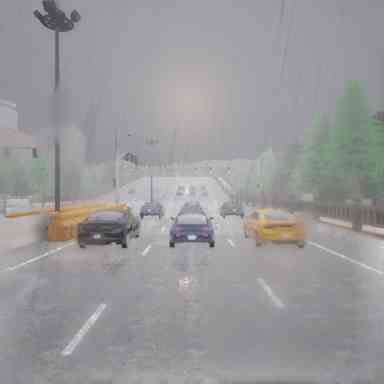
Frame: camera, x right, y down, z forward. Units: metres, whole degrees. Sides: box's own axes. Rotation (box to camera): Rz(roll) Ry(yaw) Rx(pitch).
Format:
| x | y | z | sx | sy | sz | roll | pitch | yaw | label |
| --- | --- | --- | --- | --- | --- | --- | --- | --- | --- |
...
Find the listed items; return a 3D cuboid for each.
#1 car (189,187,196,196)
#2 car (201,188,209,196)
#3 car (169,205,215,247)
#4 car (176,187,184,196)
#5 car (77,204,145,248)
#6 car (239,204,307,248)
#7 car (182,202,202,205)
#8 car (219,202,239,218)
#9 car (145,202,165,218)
| x | y | z | sx | sy | sz | roll | pitch | yaw | label |
| --- | --- | --- | --- | --- | --- | --- | --- | --- | --- |
| 0.070 | 0.328 | 91.511 | 2.033 | 1.411 | 5.357 | 0 | 7 | 0 | car |
| 3.568 | 0.421 | 91.129 | 1.895 | 1.301 | 4.718 | 0 | 6 | 0 | car |
| 0.000 | 1.531 | 14.756 | 1.812 | 1.442 | 4.674 | 0 | 0 | 0 | car |
| -3.432 | 0.329 | 91.129 | 1.837 | 1.490 | 4.892 | 0 | 6 | 0 | car |
| -3.500 | 1.483 | 14.756 | 1.882 | 1.535 | 5.008 | 0 | 0 | 0 | car |
| 3.500 | 1.483 | 14.756 | 1.882 | 1.535 | 5.008 | 0 | 0 | 0 | car |
| 0.000 | 1.571 | 29.756 | 1.994 | 1.385 | 4.181 | 0 | 0 | 0 | car |
| 3.500 | 1.562 | 29.756 | 2.033 | 1.411 | 5.357 | 0 | 0 | 0 | car |
| -3.500 | 1.561 | 29.756 | 2.033 | 1.411 | 5.357 | 0 | 0 | 0 | car |
